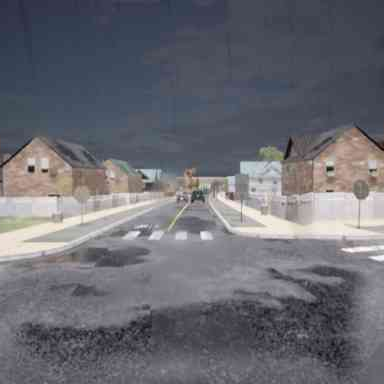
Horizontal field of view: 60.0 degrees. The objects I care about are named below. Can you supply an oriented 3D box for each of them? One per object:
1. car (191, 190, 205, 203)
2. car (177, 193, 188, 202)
[{"bbox_3d":[0.969,0.733,53.815,2.150,2.045,5.566,0,0,2],"label":"car"},{"bbox_3d":[-1.630,0.975,58.065,2.128,1.511,4.902,0,0,2],"label":"car"}]
